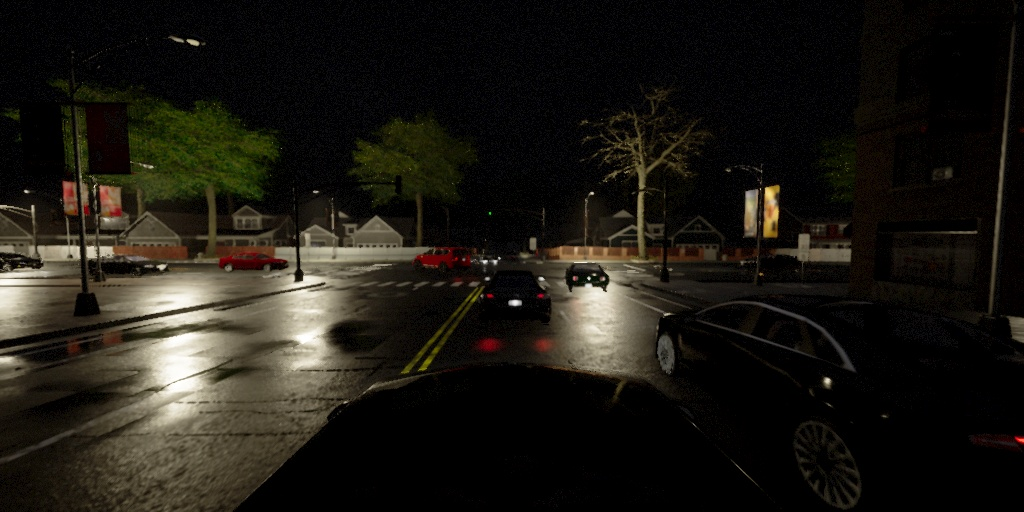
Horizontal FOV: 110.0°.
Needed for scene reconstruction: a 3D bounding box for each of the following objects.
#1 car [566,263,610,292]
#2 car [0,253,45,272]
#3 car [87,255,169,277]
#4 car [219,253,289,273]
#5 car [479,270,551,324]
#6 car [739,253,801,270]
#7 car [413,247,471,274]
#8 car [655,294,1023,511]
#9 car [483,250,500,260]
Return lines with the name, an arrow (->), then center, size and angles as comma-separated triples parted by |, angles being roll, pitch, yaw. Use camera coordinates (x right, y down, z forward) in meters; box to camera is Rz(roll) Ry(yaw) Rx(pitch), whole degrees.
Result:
car -> 3.776, 1.020, 18.558 | 1.895, 1.301, 4.718 | 0, 1, 7
car -> -41.255, 0.464, 29.150 | 4.892, 1.490, 1.837 | 0, 3, 0
car -> -27.713, 0.671, 25.881 | 4.902, 1.511, 2.128 | 0, 3, 0
car -> -20.883, 0.489, 29.126 | 5.008, 1.535, 1.882 | 0, 3, 0
car -> 0.074, 1.127, 11.145 | 1.994, 1.385, 4.181 | 0, 1, 0
car -> 23.378, 0.470, 32.583 | 4.902, 1.511, 2.128 | 0, 3, 0
car -> -5.901, 0.273, 29.993 | 5.566, 2.045, 2.150 | 3, 4, 39
car -> 3.343, 1.192, 4.189 | 2.128, 1.511, 4.902 | 0, 1, 0
car -> -3.183, -0.155, 53.196 | 1.812, 1.442, 4.674 | 0, 2, 1
